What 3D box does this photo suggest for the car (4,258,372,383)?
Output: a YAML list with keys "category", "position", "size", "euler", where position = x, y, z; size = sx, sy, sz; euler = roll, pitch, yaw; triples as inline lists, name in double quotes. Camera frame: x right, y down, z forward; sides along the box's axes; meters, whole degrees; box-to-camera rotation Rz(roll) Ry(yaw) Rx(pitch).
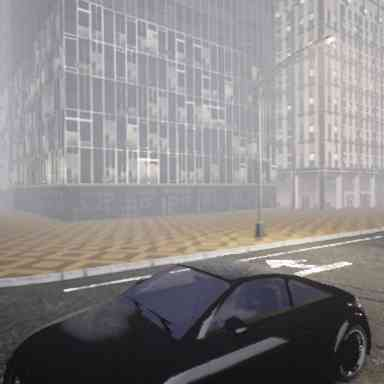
- category: "car"
  position: [0.204, 1.549, 3.830]
  size: [4.181, 1.385, 1.994]
  euler: [-1, 0, -35]
